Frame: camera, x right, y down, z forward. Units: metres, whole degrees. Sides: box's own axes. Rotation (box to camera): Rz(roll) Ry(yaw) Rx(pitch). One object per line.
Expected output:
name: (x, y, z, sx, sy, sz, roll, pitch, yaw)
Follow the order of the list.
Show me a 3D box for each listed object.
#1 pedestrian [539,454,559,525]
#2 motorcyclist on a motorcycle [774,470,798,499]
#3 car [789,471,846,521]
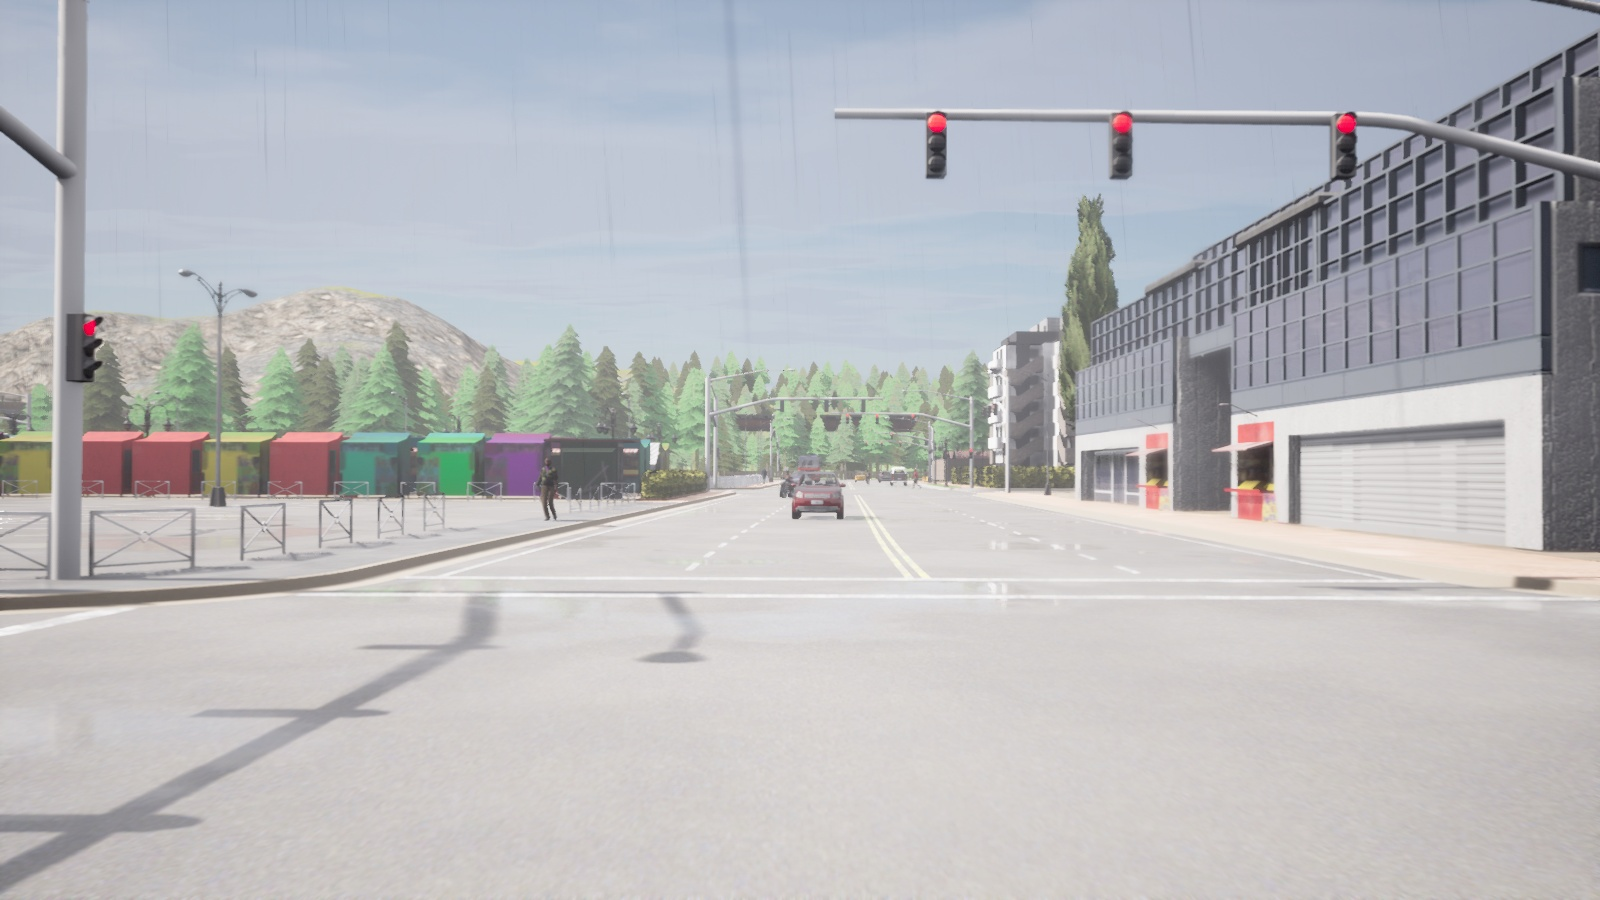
pedestrian: (-6.901, 1.078, 34.507, 0.395, 1.930, 0.692, 0, -1, 3)
motorcyclist on a motorcycle: (-0.780, 1.980, 72.363, 0.766, 1.649, 2.350, 0, -1, 15)
car: (0.621, 1.483, 41.347, 1.789, 1.549, 3.705, 0, -1, 2)
